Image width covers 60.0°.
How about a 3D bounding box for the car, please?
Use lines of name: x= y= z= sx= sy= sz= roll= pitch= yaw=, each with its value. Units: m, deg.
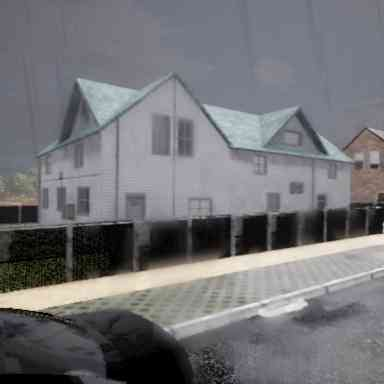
car: x=-2.258 y=1.481 z=1.458 sx=5.008 sy=1.535 sz=1.882 roll=0 pitch=0 yaw=-36
